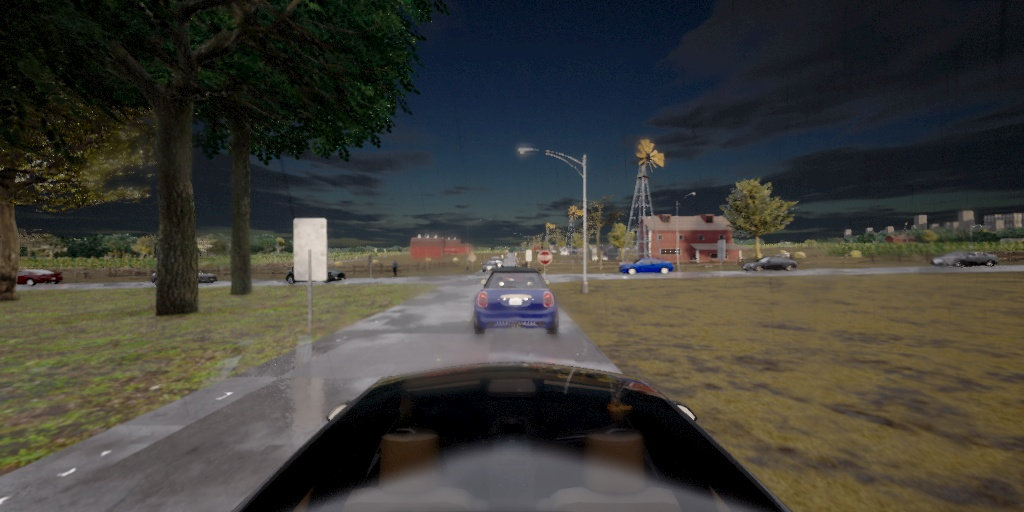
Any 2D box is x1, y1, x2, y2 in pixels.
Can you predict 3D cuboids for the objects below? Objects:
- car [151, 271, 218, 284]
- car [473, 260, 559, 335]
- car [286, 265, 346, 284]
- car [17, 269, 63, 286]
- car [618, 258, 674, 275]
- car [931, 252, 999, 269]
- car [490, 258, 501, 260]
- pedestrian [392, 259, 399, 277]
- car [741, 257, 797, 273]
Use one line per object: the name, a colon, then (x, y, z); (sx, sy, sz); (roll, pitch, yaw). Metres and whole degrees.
car: (-28.630, 1.824, 31.390); (4.892, 1.490, 1.837); (-1, 1, 0)
car: (0.097, 1.101, 10.639); (2.097, 1.767, 4.553); (0, 0, 0)
car: (-17.037, 1.460, 31.323); (4.553, 1.767, 2.097); (-1, 1, 0)
car: (-46.365, 2.062, 34.381); (5.008, 1.535, 1.882); (-1, 1, 1)
car: (12.670, 0.970, 34.046); (5.008, 1.535, 1.882); (-1, 1, -1)
car: (42.707, 0.372, 33.890); (4.902, 1.511, 2.128); (-1, 1, 1)
car: (-2.823, 1.340, 46.804); (2.128, 1.511, 4.902); (0, 0, 0)
pedestrian: (-12.139, 1.239, 37.266); (0.375, 1.860, 0.375); (0, 2, 0)
car: (24.386, 0.783, 34.036); (4.674, 1.442, 1.812); (-1, 1, 1)
